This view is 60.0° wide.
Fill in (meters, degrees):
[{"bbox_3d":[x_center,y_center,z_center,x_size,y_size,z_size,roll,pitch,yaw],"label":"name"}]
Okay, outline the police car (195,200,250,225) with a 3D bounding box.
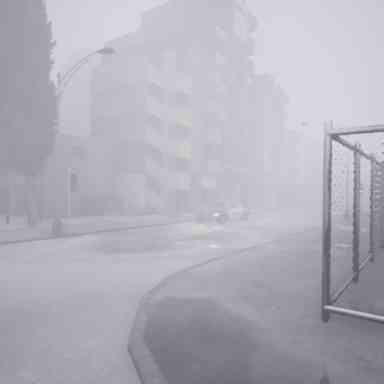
[{"bbox_3d":[2.104,1.353,22.782,2.038,1.542,4.974,1,1,35],"label":"police car"}]
